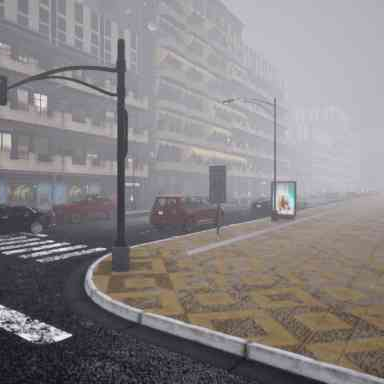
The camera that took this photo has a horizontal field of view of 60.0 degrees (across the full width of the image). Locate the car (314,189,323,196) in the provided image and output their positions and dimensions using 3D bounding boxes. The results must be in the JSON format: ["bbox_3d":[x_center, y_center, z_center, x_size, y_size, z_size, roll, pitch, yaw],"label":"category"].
[{"bbox_3d":[27.943,-0.025,72.444,1.967,1.590,4.097,2,2,35],"label":"car"}]

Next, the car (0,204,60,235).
[{"bbox_3d":[-8.929,1.336,15.227,1.837,1.490,4.892,0,1,35],"label":"car"}]

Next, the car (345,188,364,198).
[{"bbox_3d":[28.495,0.308,58.615,1.887,1.381,4.507,1,2,35],"label":"car"}]

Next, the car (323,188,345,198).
[{"bbox_3d":[24.644,0.380,57.655,1.994,1.385,4.181,0,1,35],"label":"car"}]

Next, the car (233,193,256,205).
[{"bbox_3d":[5.695,0.829,40.634,2.008,1.369,4.403,2,2,35],"label":"car"}]

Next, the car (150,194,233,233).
[{"bbox_3d":[-0.115,1.026,17.696,2.192,1.841,5.009,1,2,35],"label":"car"}]

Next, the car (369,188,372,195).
[{"bbox_3d":[34.853,0.095,67.706,1.887,1.381,4.507,1,2,35],"label":"car"}]

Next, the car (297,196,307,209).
[{"bbox_3d":[9.421,0.965,31.340,1.947,1.339,4.313,1,2,35],"label":"car"}]

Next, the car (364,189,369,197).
[{"bbox_3d":[31.674,0.098,63.157,1.967,1.590,4.097,1,2,35],"label":"car"}]

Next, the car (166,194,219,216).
[{"bbox_3d":[0.153,1.026,28.210,2.128,1.511,4.902,0,1,35],"label":"car"}]

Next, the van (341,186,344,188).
[{"bbox_3d":[37.479,-0.446,86.076,1.690,1.788,3.998,2,2,35],"label":"van"}]

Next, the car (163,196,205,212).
[{"bbox_3d":[-0.662,1.069,31.545,1.802,1.307,4.206,2,2,35],"label":"car"}]

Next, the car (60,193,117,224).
[{"bbox_3d":[-7.017,1.010,22.448,2.192,1.841,5.009,1,2,35],"label":"car"}]

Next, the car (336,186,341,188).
[{"bbox_3d":[34.300,-0.240,81.534,1.967,1.590,4.097,2,2,35],"label":"car"}]

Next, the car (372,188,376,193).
[{"bbox_3d":[38.032,-0.012,72.252,1.887,1.381,4.507,1,2,35],"label":"car"}]

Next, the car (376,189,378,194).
[{"bbox_3d":[44.389,-0.221,81.344,2.008,1.369,4.403,1,2,35],"label":"car"}]

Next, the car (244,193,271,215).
[{"bbox_3d":[6.242,1.069,26.794,1.947,1.339,4.313,1,2,35],"label":"car"}]

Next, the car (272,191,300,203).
[{"bbox_3d":[13.340,0.649,46.942,2.033,1.411,5.357,0,1,36],"label":"car"}]
